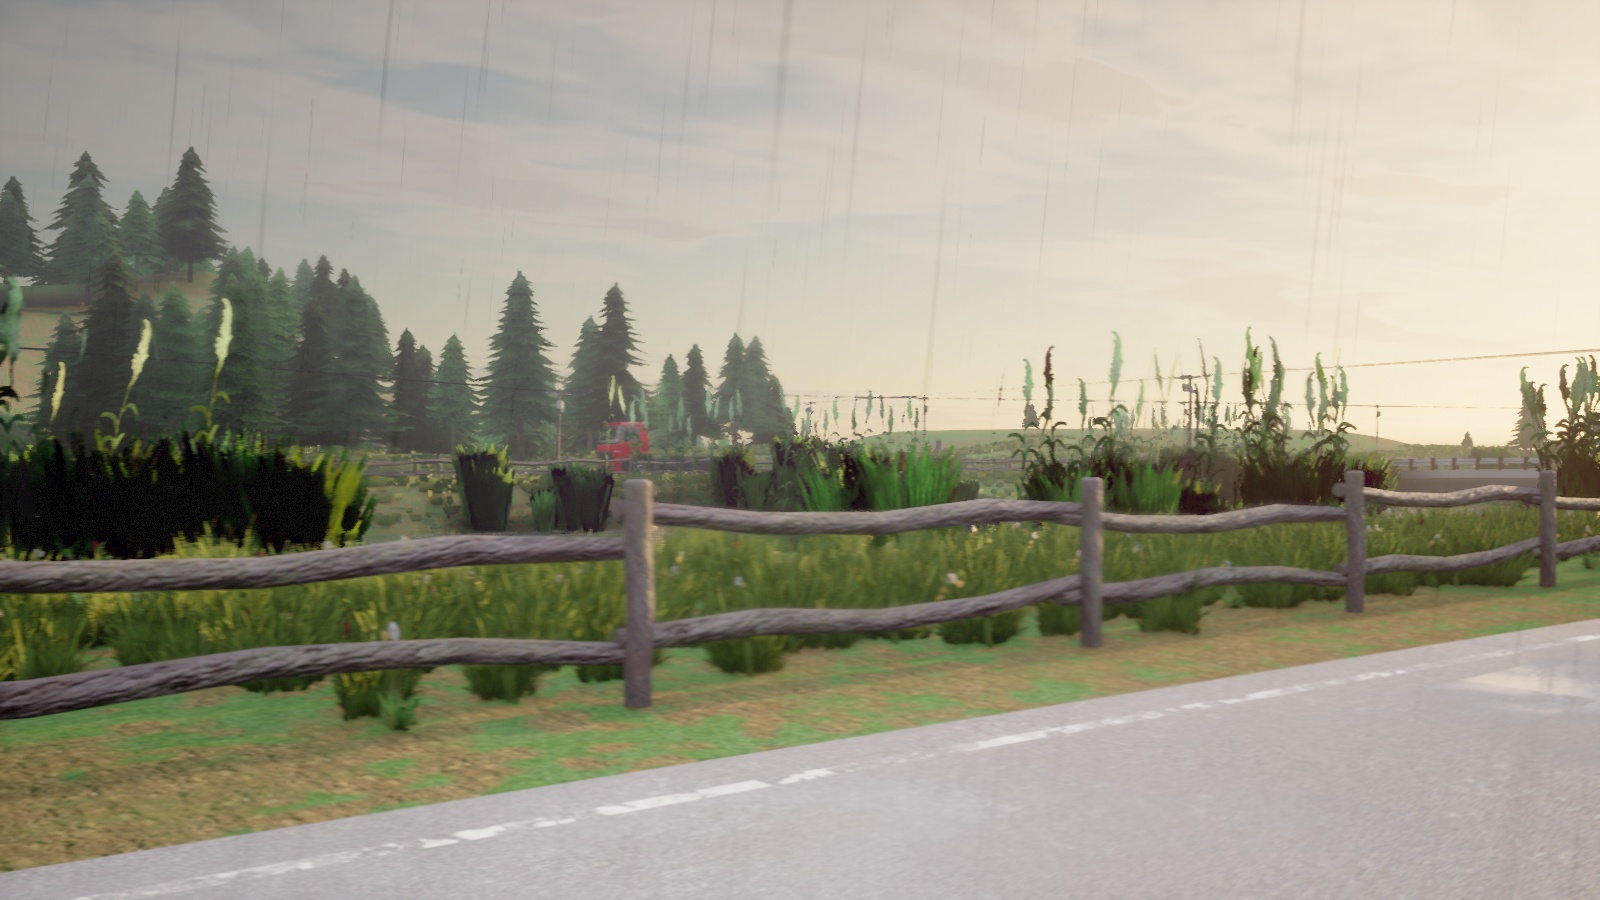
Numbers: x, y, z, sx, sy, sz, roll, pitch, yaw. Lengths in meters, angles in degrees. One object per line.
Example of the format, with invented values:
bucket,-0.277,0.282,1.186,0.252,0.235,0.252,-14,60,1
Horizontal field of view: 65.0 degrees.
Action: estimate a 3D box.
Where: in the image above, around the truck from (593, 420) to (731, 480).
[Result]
truck,-8.365,0.002,76.788,7.936,3.462,2.891,0,0,-34
